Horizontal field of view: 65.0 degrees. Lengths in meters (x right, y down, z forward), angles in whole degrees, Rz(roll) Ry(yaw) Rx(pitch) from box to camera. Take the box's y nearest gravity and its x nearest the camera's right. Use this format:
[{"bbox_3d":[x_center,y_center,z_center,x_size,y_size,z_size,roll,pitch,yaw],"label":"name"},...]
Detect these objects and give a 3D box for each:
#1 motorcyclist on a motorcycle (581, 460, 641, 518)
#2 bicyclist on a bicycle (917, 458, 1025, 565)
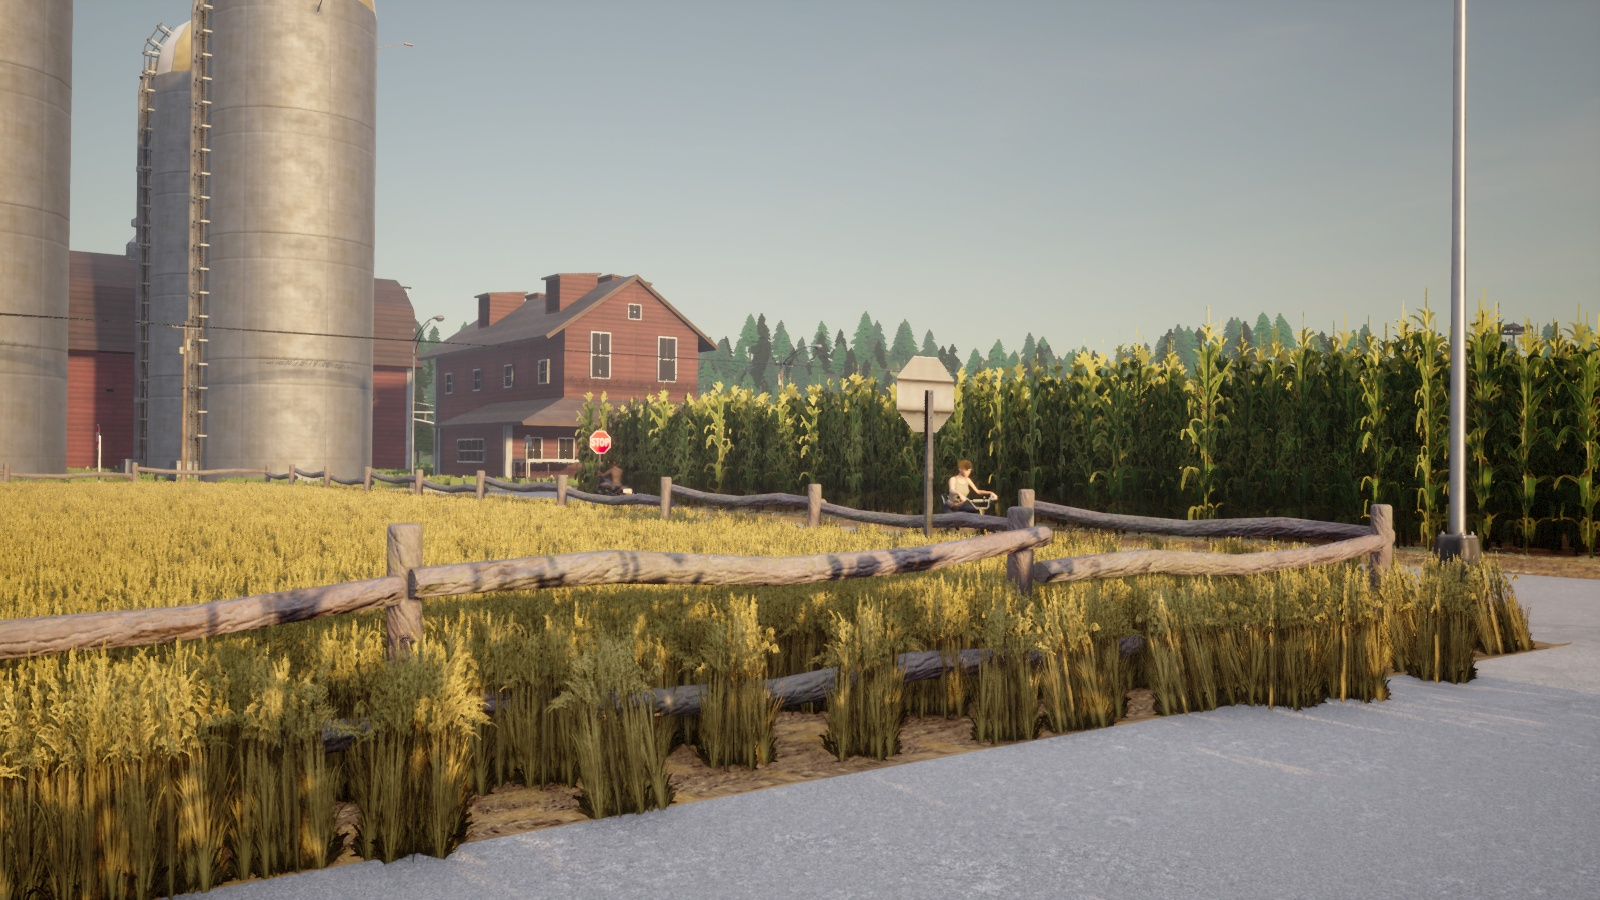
[{"bbox_3d":[-5.584,1.118,36.952,0.766,1.649,2.350,1,-1,-35],"label":"motorcyclist on a motorcycle"},{"bbox_3d":[2.680,0.947,19.776,0.866,1.612,1.509,1,-2,-35],"label":"bicyclist on a bicycle"}]
